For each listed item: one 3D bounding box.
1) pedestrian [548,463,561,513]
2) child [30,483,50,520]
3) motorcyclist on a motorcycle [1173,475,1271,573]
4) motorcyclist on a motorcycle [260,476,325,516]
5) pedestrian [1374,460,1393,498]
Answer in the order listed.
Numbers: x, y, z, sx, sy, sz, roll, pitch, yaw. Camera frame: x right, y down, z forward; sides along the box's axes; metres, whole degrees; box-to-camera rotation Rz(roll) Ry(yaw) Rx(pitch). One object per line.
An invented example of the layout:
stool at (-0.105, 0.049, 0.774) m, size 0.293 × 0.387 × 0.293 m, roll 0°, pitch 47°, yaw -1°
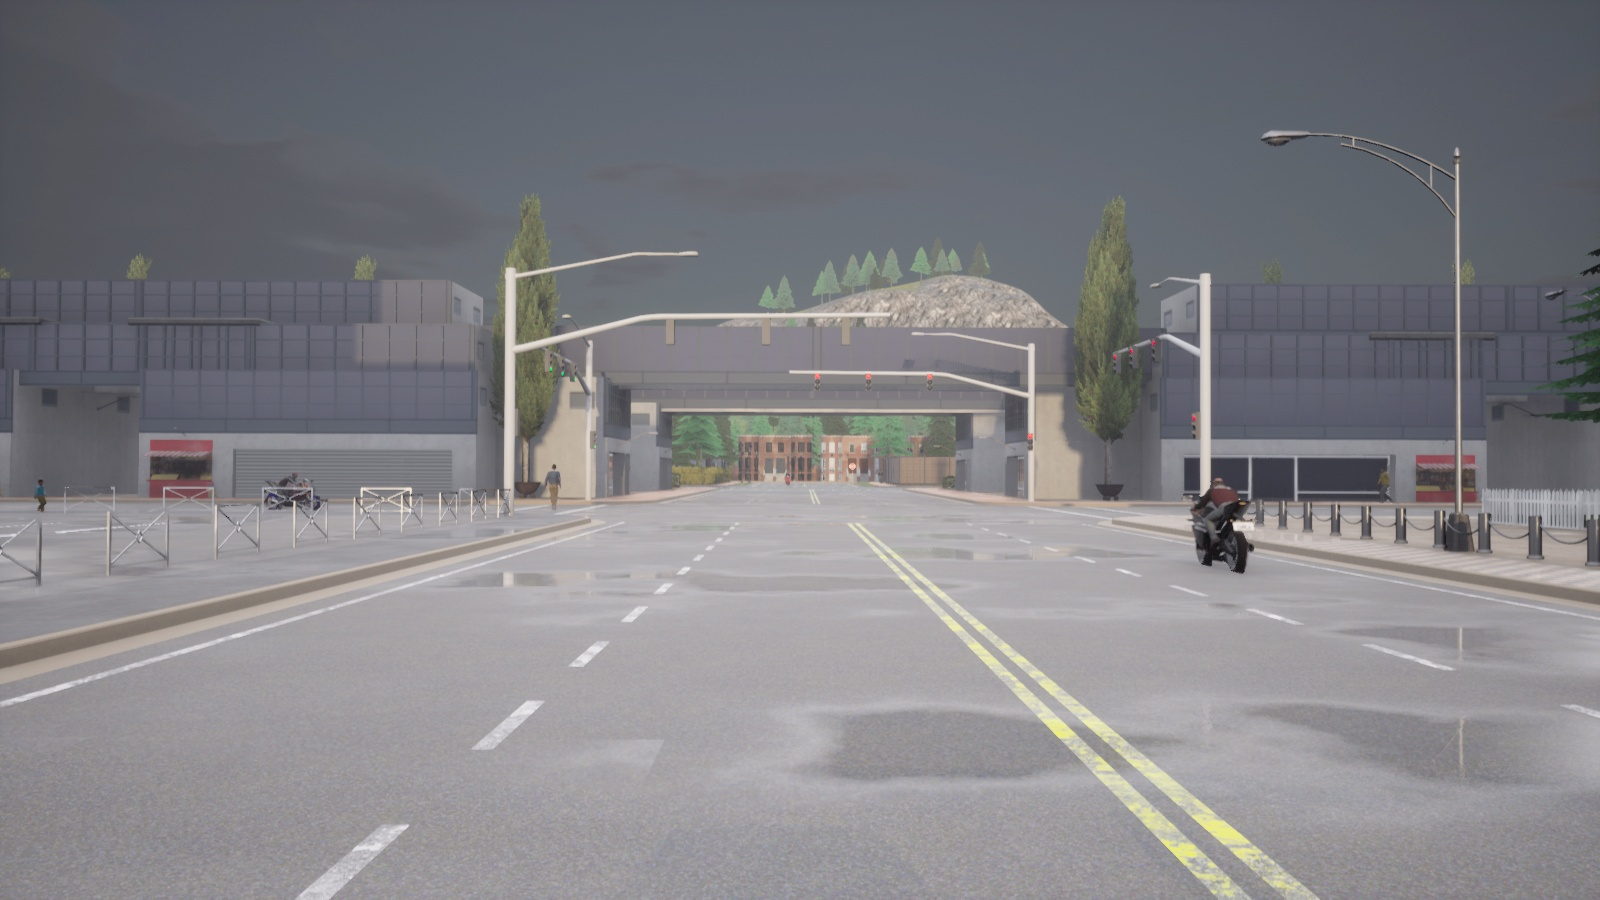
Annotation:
pedestrian at (-9.686, 1.494, 49.521) m, size 0.423 × 1.949 × 0.788 m, roll 0°, pitch -1°, yaw -3°
child at (-24.775, 1.663, 40.949) m, size 0.448 × 1.192 × 0.343 m, roll 0°, pitch -1°, yaw 14°
motorcyclist on a motorcycle at (6.932, 1.183, 20.759) m, size 0.866 × 1.530 × 2.191 m, roll 0°, pitch -1°, yaw 0°
motorcyclist on a motorcycle at (-19.648, 1.772, 48.641) m, size 2.191 × 1.530 × 0.866 m, roll 0°, pitch -1°, yaw 1°
pedestrian at (28.164, 1.412, 60.618) m, size 0.709 × 1.840 × 0.431 m, roll 0°, pitch -1°, yaw 0°
